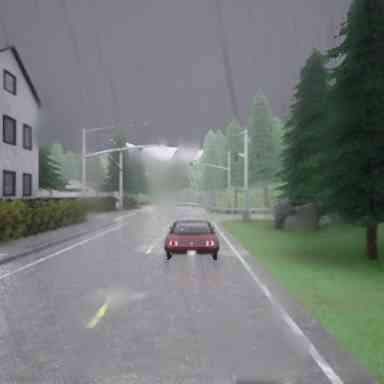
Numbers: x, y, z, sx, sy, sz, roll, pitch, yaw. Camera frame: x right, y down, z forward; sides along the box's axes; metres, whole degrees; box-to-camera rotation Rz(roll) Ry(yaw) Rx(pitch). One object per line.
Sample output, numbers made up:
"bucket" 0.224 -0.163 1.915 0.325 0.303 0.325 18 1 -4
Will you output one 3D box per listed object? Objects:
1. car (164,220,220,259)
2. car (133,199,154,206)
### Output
"car" 0.009 1.753 13.225 1.895 1.301 4.718 0 -1 0
"car" -10.601 2.341 71.261 4.902 1.511 2.128 0 -1 18
